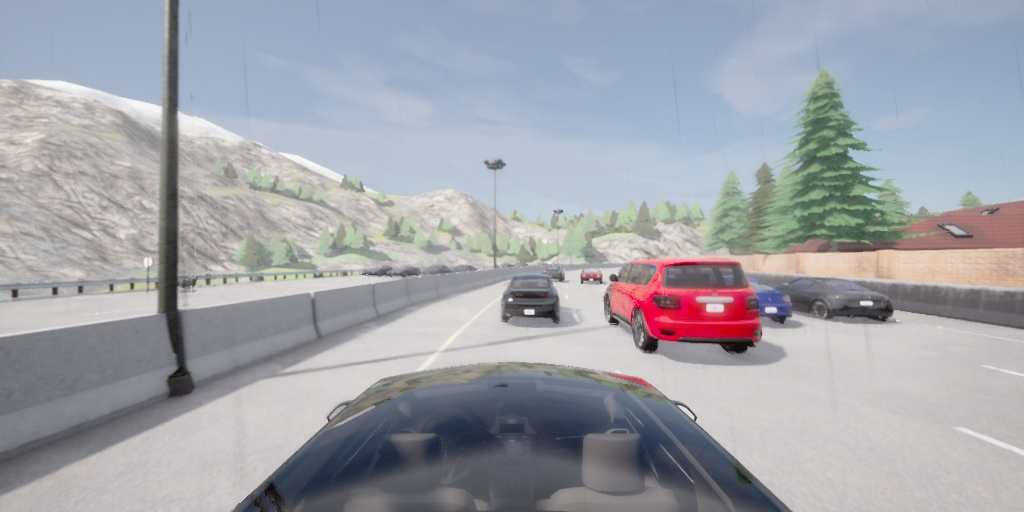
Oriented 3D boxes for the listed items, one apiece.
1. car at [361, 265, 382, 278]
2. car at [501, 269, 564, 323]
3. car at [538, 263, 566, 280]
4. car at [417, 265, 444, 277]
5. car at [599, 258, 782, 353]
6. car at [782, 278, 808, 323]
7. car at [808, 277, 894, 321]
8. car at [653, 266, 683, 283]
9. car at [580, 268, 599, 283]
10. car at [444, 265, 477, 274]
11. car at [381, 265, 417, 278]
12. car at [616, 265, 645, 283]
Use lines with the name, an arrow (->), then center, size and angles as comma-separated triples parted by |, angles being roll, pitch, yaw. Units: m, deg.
car -> -15.672, 1.803, 43.087 | 2.033, 1.411, 5.357 | 0, -1, 14
car -> 0.712, 1.399, 12.888 | 1.837, 1.490, 4.892 | 0, 0, 5
car -> 4.050, 1.658, 34.384 | 2.128, 1.511, 4.902 | 0, -1, 13
car -> -8.717, 1.752, 41.869 | 1.837, 1.490, 4.892 | 0, -1, 15
car -> 3.918, 1.073, 9.294 | 2.150, 2.045, 5.566 | 0, 0, 4
car -> 7.711, 1.422, 12.686 | 1.812, 1.442, 4.674 | 0, 0, 5
car -> 11.274, 1.472, 13.217 | 1.994, 1.385, 4.181 | 0, -1, 5
car -> 14.776, 1.701, 34.147 | 1.812, 1.442, 4.674 | 0, -1, 14
car -> 7.192, 1.747, 32.495 | 1.895, 1.301, 4.718 | 0, -1, 12
car -> -5.479, 1.738, 40.443 | 1.837, 1.490, 4.892 | 0, -1, 15
car -> -12.413, 1.789, 41.681 | 2.033, 1.411, 5.357 | 0, -1, 14
car -> 11.079, 1.658, 33.717 | 2.128, 1.511, 4.902 | 0, -1, 13
